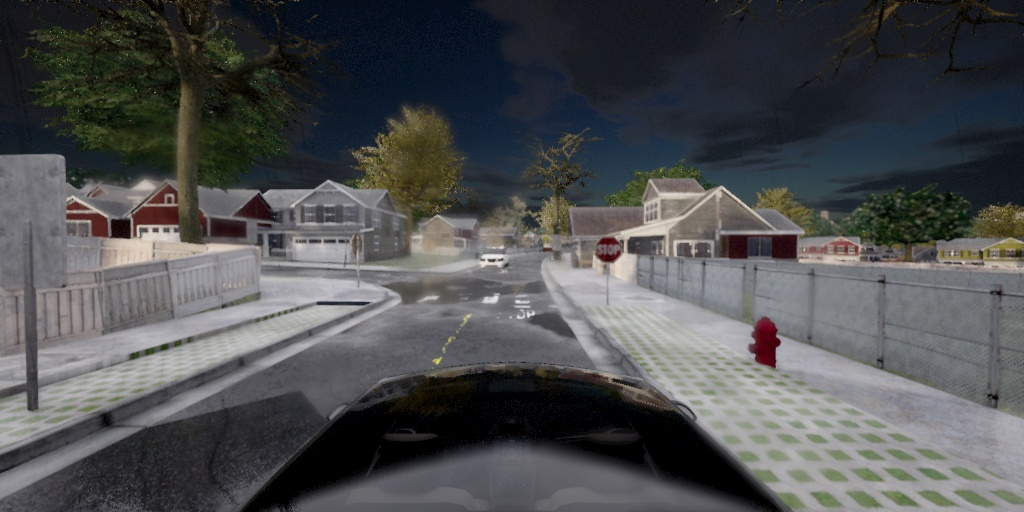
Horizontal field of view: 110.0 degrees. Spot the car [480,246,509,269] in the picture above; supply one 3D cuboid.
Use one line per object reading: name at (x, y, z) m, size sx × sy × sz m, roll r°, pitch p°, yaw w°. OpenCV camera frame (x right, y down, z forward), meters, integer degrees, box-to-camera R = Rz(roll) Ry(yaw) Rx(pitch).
car at (-1.505, 0.168, 32.636) m, size 2.150 × 2.045 × 5.566 m, roll 0°, pitch 3°, yaw 4°
